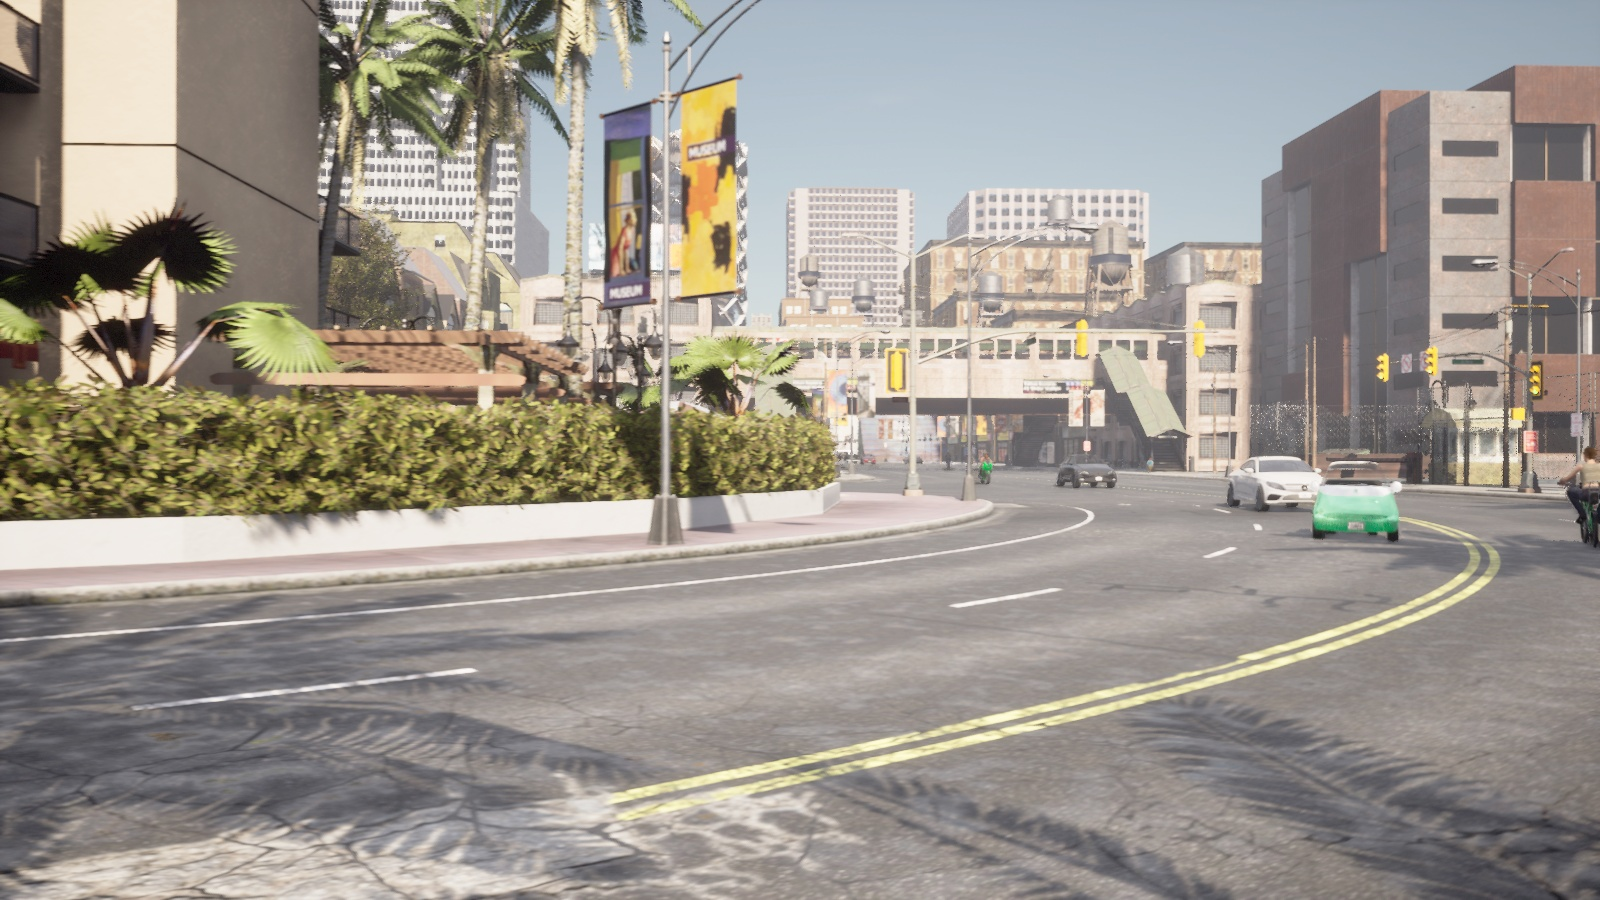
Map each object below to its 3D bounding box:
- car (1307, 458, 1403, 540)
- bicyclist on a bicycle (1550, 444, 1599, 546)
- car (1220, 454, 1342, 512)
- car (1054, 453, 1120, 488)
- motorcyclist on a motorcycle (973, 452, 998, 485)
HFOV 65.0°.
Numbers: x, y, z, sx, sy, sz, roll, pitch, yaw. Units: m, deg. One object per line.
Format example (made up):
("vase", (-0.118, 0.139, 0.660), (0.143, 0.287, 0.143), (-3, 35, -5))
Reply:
("car", (9.822, 0.836, 22.326), (1.481, 1.376, 2.207), (0, 0, 22))
("bicyclist on a bicycle", (12.904, 0.706, 20.571), (0.866, 1.612, 1.509), (-1, 0, 24))
("car", (12.820, 0.829, 33.744), (1.812, 1.442, 4.674), (0, 0, 5))
("car", (12.541, 0.873, 55.078), (1.816, 1.474, 4.193), (0, 0, -2))
("motorcyclist on a motorcycle", (8.864, 0.862, 60.023), (0.797, 1.523, 2.044), (0, 0, -2))
